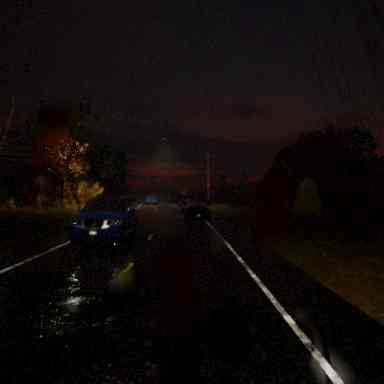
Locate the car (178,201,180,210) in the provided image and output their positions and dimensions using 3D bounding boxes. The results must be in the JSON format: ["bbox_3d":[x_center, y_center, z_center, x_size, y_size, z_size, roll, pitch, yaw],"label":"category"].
[{"bbox_3d":[-0.290,1.450,35.449,1.882,1.535,5.008,0,0,-4],"label":"car"}]

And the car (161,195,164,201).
[{"bbox_3d":[-5.976,1.337,76.206,2.128,1.511,4.902,0,0,-9],"label":"car"}]

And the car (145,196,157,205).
[{"bbox_3d":[-7.053,1.426,57.529,1.882,1.535,5.008,0,0,-6],"label":"car"}]

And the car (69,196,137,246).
[{"bbox_3d":[-3.904,1.216,15.555,2.150,2.045,5.566,0,0,-2],"label":"car"}]

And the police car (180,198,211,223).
[{"bbox_3d":[0.339,1.408,25.523,1.930,1.638,5.238,0,0,-3],"label":"police car"}]

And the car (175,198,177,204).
[{"bbox_3d":[-0.769,1.487,41.464,1.812,1.442,4.674,0,0,-5],"label":"car"}]

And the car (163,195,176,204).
[{"bbox_3d":[-3.781,1.446,60.468,1.837,1.490,4.892,0,0,-7],"label":"car"}]
